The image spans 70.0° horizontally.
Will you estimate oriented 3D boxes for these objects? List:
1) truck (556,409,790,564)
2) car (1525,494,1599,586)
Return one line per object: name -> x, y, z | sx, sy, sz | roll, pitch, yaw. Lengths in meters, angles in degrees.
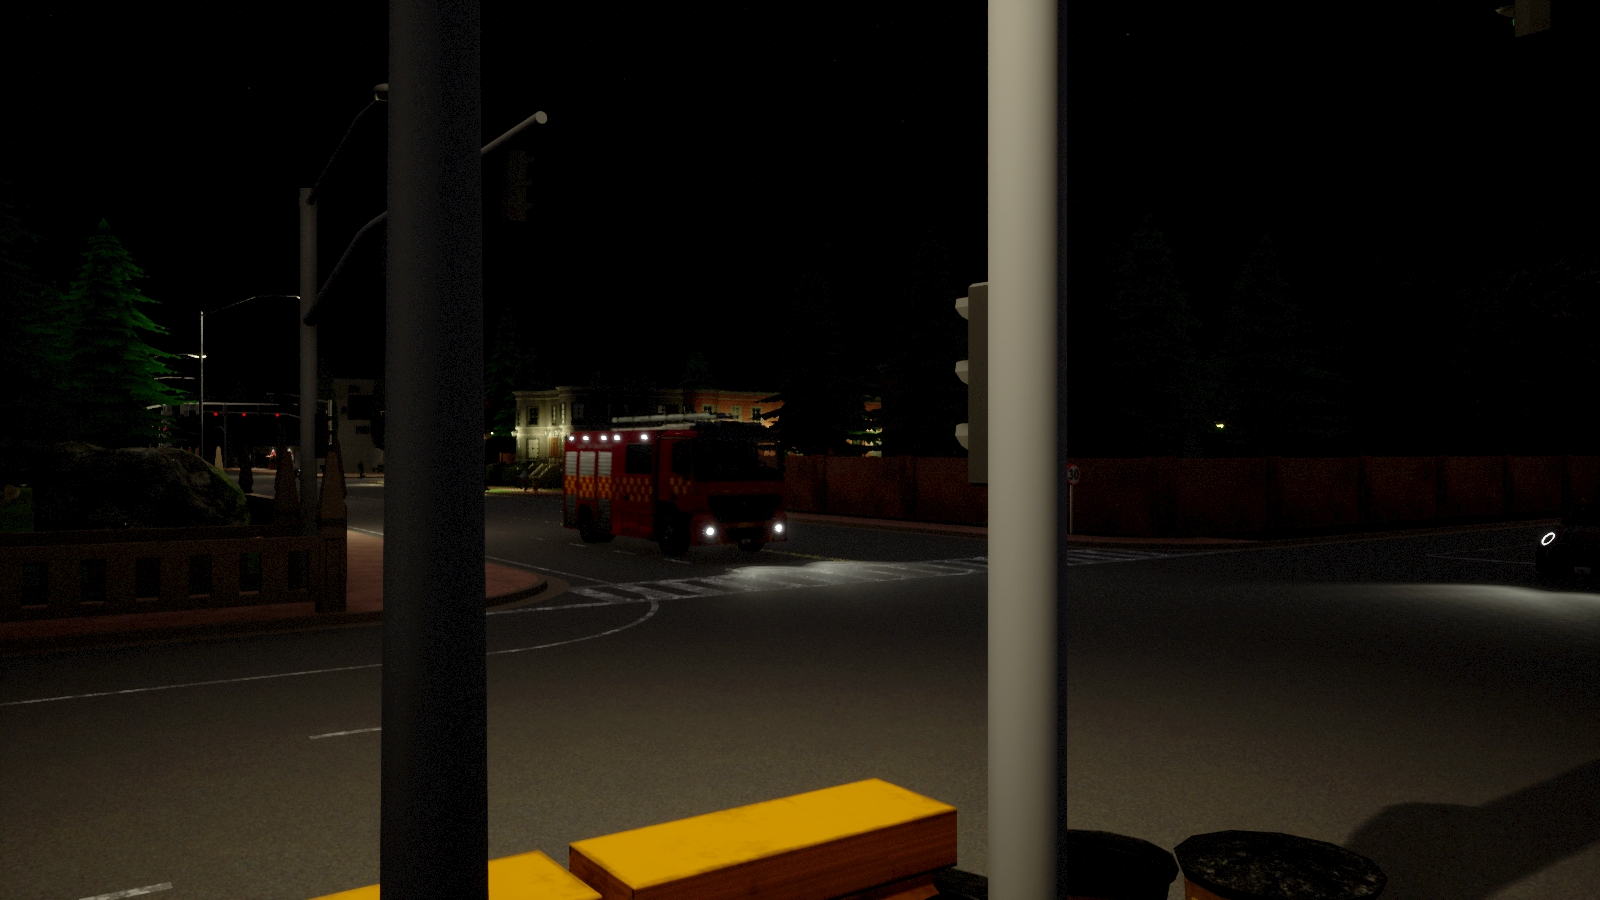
truck -> -3.882, 0.890, 32.512 | 2.891, 3.827, 8.468 | 0, 0, -35
car -> 18.010, 1.906, 24.946 | 4.553, 1.767, 2.097 | 0, 0, -35
